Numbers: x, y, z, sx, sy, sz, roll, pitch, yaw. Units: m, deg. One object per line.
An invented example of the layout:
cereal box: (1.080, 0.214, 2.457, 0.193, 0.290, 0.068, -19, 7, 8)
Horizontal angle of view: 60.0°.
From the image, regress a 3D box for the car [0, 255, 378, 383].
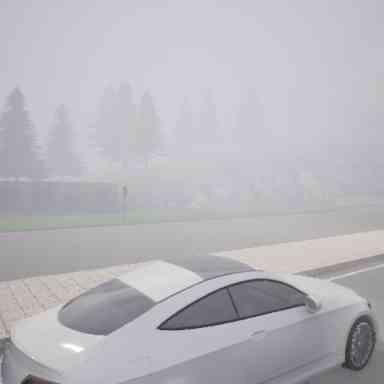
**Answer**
car: (0.345, 1.526, 3.991, 4.674, 1.442, 1.812, 0, 0, -35)
